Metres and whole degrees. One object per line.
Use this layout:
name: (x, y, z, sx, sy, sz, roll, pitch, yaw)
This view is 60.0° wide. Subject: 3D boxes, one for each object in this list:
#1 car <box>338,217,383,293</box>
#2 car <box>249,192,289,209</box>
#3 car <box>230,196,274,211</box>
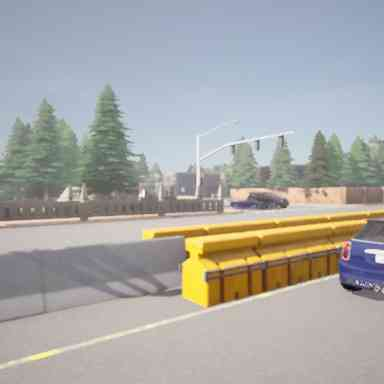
car: (5.380, 1.286, 7.537, 4.553, 1.767, 2.097, -1, 0, -35)
car: (9.184, 0.984, 40.670, 2.150, 2.045, 5.566, -1, 0, -36)
car: (6.627, 1.390, 38.087, 1.895, 1.301, 4.718, -1, 0, -35)
